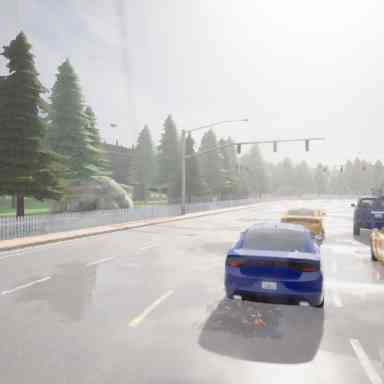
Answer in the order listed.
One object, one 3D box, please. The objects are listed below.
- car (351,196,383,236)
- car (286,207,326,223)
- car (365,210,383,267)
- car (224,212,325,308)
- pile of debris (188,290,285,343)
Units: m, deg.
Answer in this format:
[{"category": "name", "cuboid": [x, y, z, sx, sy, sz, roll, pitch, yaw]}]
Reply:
[{"category": "car", "cuboid": [9.997, 1.221, 18.153, 2.150, 2.045, 5.566, 0, 0, 26]}, {"category": "car", "cuboid": [5.721, 1.478, 17.008, 1.882, 1.535, 5.008, 0, 0, 24]}, {"category": "car", "cuboid": [6.150, 1.478, 9.041, 1.882, 1.535, 5.008, 0, 0, 21]}, {"category": "car", "cuboid": [2.111, 1.478, 8.138, 1.882, 1.535, 5.008, 0, 0, 18]}, {"category": "pile of debris", "cuboid": [0.911, 2.175, 6.049, 1.500, 0.140, 1.860, 0, 0, 16]}]
